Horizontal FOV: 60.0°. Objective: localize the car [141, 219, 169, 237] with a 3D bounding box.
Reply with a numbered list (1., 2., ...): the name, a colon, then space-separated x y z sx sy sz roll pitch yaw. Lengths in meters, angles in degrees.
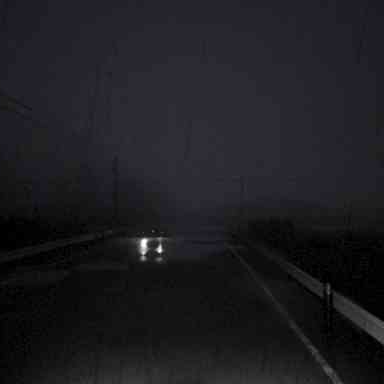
1. car: -3.005 2.944 27.607 1.994 1.385 4.181 0 -3 0
